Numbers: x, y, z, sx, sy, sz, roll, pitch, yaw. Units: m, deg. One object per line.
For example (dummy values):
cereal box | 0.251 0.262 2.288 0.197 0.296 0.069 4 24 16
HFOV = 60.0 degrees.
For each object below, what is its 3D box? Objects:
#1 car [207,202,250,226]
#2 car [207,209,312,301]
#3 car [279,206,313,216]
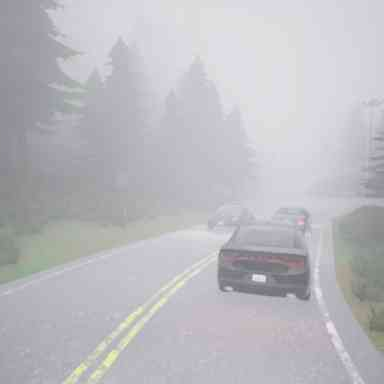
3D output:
car | 2.370 1.338 19.235 1.812 1.442 4.674 2 1 22
car | 1.983 1.444 8.523 1.882 1.535 5.008 1 0 17
car | 5.447 1.458 18.004 2.033 1.411 5.357 2 1 22
